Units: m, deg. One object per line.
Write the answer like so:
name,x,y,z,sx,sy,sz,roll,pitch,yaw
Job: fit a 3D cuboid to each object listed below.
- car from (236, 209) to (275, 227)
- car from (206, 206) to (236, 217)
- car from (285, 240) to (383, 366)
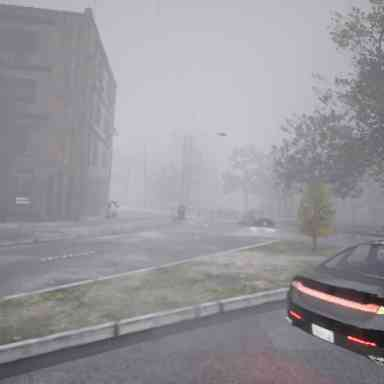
car,5.640,2.230,29.012,2.033,1.411,5.357,3,-2,-4
car,4.558,2.916,51.087,4.902,1.511,2.128,3,-2,7
car,3.699,1.536,5.306,4.902,1.511,2.128,0,-1,-30
